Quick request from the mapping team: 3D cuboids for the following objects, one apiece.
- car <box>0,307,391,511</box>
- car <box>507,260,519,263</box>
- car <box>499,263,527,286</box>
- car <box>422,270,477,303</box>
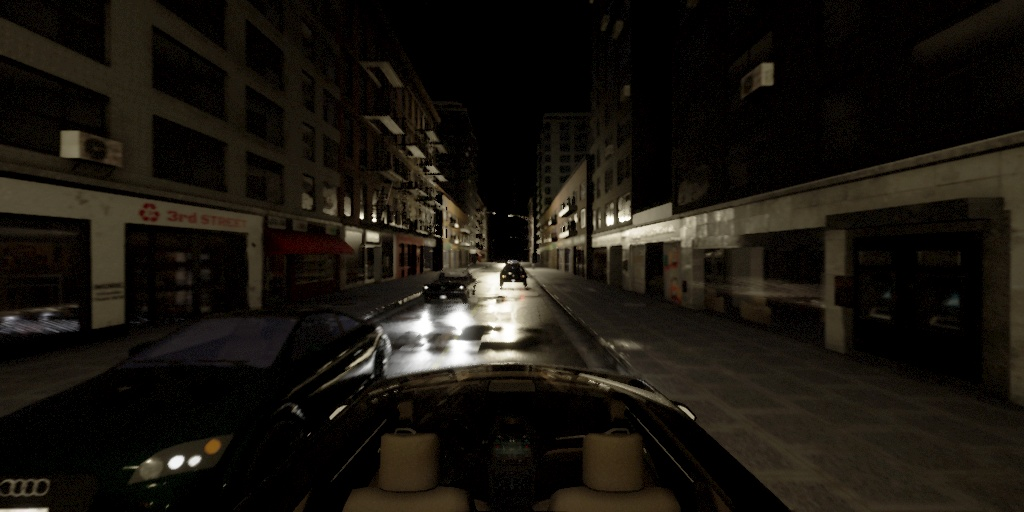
[{"bbox_3d":[-2.858,1.315,4.026,1.994,1.385,4.181,0,0,-2],"label":"car"},{"bbox_3d":[0.097,1.269,45.989,2.128,1.511,4.902,0,0,0],"label":"car"},{"bbox_3d":[0.091,1.361,25.756,1.895,1.301,4.718,0,0,0],"label":"car"},{"bbox_3d":[-2.758,1.356,16.691,1.895,1.301,4.718,0,0,0],"label":"car"}]
